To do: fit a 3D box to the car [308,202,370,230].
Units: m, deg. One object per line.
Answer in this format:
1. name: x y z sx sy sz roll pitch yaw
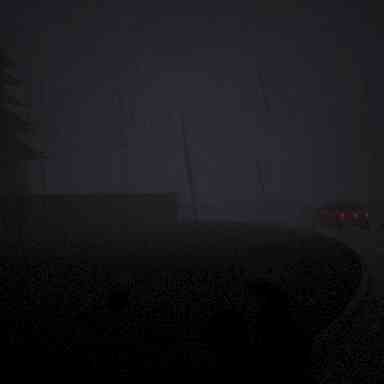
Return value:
1. car: 9.474 1.456 21.864 2.097 1.767 4.553 -1 -1 -6
